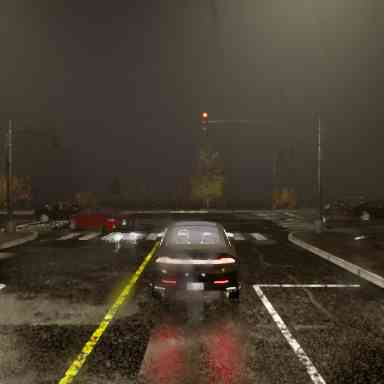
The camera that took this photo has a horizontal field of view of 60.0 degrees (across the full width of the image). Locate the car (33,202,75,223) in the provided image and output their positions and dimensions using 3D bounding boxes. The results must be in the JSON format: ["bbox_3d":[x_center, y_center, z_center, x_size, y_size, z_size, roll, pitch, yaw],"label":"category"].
[{"bbox_3d":[-9.475,1.542,25.343,4.892,1.490,1.837,-1,0,1],"label":"car"}]

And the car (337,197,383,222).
[{"bbox_3d":[14.033,1.395,25.116,5.008,1.535,1.882,0,1,1],"label":"car"}]

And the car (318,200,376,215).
[{"bbox_3d":[14.749,1.429,31.811,4.718,1.301,1.895,0,1,-2],"label":"car"}]

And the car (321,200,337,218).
[{"bbox_3d":[13.144,1.232,28.529,4.553,1.767,2.097,0,1,-1],"label":"car"}]

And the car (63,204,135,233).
[{"bbox_3d":[-5.331,1.563,19.532,4.181,1.385,1.994,0,0,36],"label":"car"}]

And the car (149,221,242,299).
[{"bbox_3d":[0.083,1.489,8.425,2.128,1.511,4.902,0,0,1],"label":"car"}]
